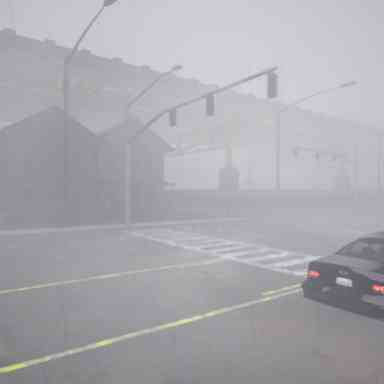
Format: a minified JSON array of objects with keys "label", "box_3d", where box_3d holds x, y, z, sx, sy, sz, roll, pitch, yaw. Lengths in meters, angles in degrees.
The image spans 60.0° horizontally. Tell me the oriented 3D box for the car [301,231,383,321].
[{"label":"car","box_3d":[4.601,1.560,7.039,5.357,1.411,2.033,0,0,-35]}]
